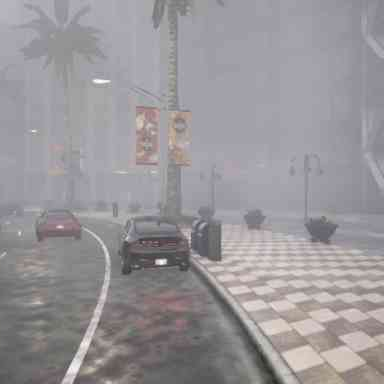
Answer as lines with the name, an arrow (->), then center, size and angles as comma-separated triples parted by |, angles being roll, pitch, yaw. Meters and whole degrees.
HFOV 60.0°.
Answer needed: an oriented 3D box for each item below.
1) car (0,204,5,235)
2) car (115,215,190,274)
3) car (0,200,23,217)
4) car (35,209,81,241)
car -> -10.102, 1.515, 15.602 | 1.812, 1.442, 4.674 | 0, 0, -26
car -> -1.376, 1.503, 10.674 | 1.837, 1.490, 4.892 | 0, 0, -15
car -> -17.244, 1.489, 30.508 | 4.892, 1.490, 1.837 | 1, 0, 41
car -> -6.888, 1.557, 16.994 | 1.994, 1.385, 4.181 | 0, 0, -25
